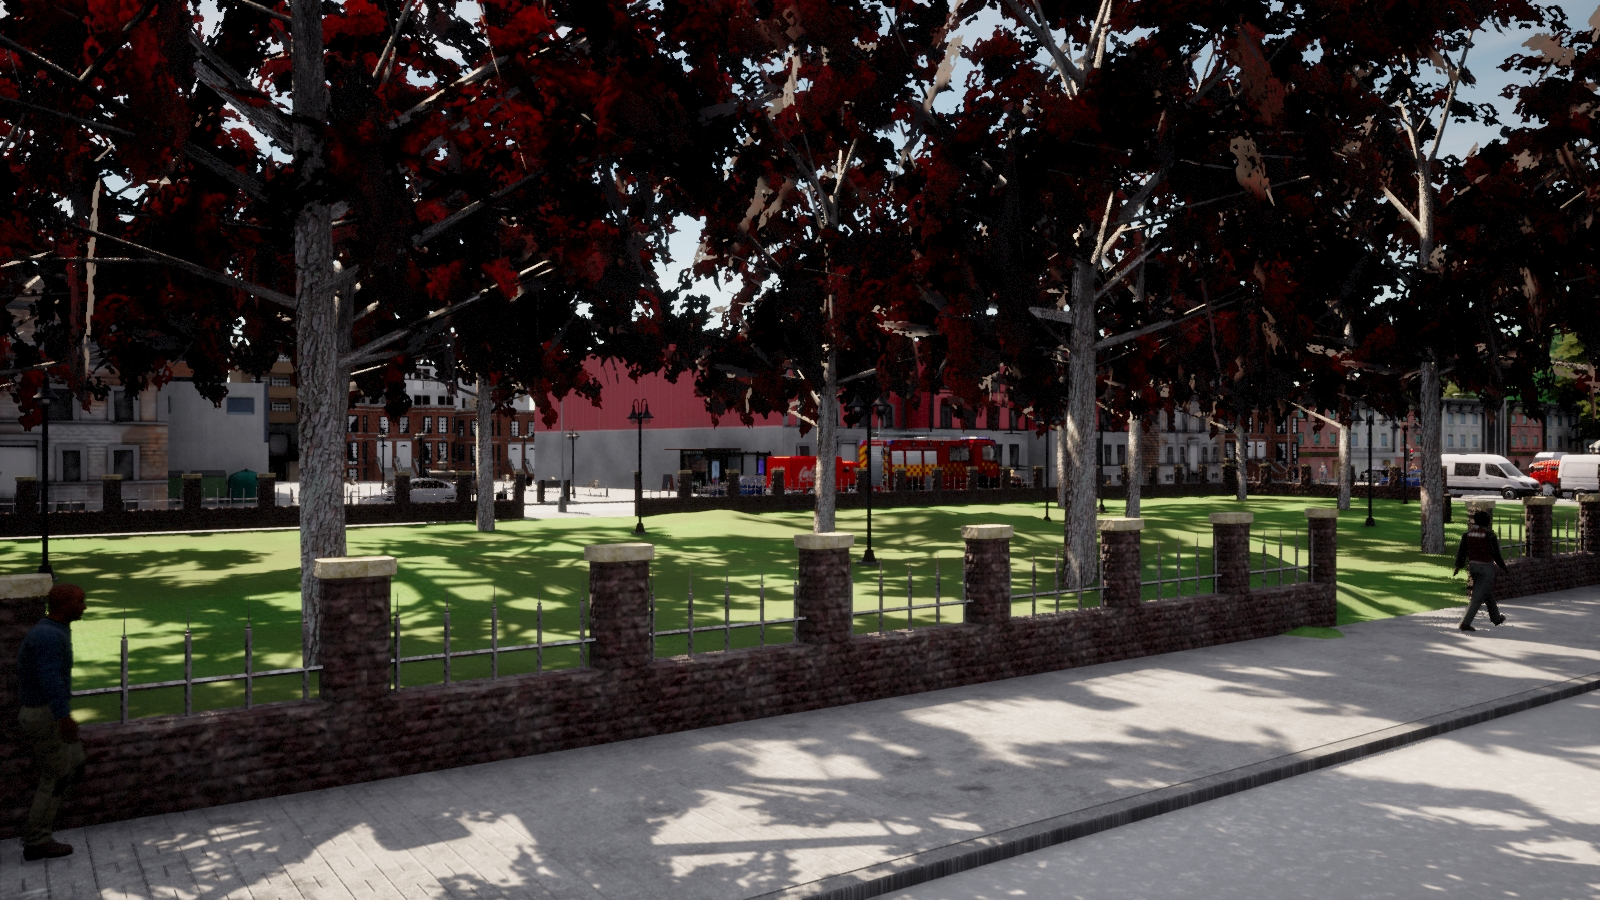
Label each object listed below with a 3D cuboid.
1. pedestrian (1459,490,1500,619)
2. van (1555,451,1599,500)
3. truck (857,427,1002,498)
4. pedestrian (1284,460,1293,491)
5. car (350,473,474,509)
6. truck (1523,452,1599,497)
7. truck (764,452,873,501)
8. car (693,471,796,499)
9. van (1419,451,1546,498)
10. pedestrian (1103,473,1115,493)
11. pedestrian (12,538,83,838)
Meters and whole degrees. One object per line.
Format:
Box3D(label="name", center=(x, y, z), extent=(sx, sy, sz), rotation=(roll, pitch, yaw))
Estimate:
Box3D(label="pedestrian", center=(10.031, 1.525, 16.878), extent=(0.375, 1.860, 0.375), rotation=(0, 0, -26))
Box3D(label="van", center=(42.801, 1.314, 59.145), extent=(1.988, 2.561, 5.915), rotation=(0, 0, -34))
Box3D(label="truck", center=(7.473, 0.671, 65.186), extent=(8.468, 3.827, 2.891), rotation=(0, 0, -35))
Box3D(label="pedestrian", center=(29.546, 1.523, 69.131), extent=(0.375, 1.860, 0.375), rotation=(0, 0, -31))
Box3D(label="car", center=(-17.687, 1.841, 52.176), extent=(4.892, 1.480, 2.231), rotation=(0, 0, -35))
Box3D(label="truck", center=(44.091, 1.348, 64.245), extent=(2.627, 2.467, 5.204), rotation=(0, 0, -35))
Box3D(label="truck", center=(0.982, 1.348, 60.339), extent=(5.204, 2.467, 2.627), rotation=(0, 0, -35))
Box3D(label="car", center=(-3.008, 1.886, 62.431), extent=(5.357, 1.411, 2.033), rotation=(0, 0, -35))
Box3D(label="van", center=(38.735, 1.314, 65.046), extent=(1.988, 2.561, 5.915), rotation=(0, 0, -34))
Box3D(label="pedestrian", center=(17.940, 1.906, 66.358), extent=(0.500, 1.100, 0.500), rotation=(0, 0, -39))
Box3D(label="pedestrian", center=(-4.931, 1.525, 7.482), extent=(0.375, 1.860, 0.375), rotation=(0, 0, -36))
